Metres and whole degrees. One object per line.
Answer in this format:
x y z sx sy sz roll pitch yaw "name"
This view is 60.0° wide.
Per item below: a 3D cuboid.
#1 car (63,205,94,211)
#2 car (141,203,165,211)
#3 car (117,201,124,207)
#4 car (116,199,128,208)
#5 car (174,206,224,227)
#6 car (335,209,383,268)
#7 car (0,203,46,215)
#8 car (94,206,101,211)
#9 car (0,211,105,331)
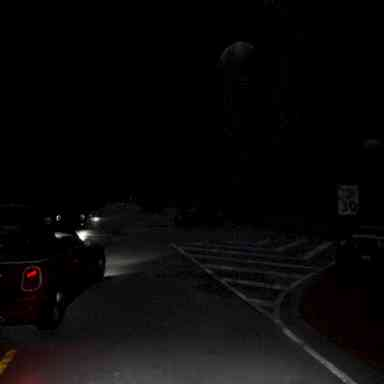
-8.876 1.823 25.046 2.097 1.767 4.553 0 -1 -12 "car"
-6.950 2.699 59.206 4.181 1.381 1.994 0 -1 -13 "car"
-19.492 3.196 90.677 1.812 1.442 4.674 0 -1 -12 "car"
-17.279 2.796 80.520 2.150 2.045 5.566 0 -1 -12 "car"
0.547 1.979 27.064 3.988 1.617 1.851 0 -1 -13 "car"
6.432 1.526 11.111 3.866 1.878 1.905 1 -2 -44 "car"
-6.036 1.409 11.285 2.150 2.045 5.566 0 -1 -19 "car"
-12.273 2.386 41.080 2.033 1.411 5.357 0 -1 -12 "car"
-3.347 1.463 7.201 2.097 1.767 4.553 0 -1 -2 "car"
